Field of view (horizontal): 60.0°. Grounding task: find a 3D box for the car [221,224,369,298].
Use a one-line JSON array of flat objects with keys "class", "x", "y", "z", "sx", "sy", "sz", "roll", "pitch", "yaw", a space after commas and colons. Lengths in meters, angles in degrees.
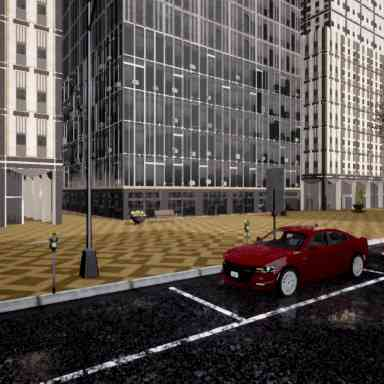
[{"class": "car", "x": 2.751, "y": 1.545, "z": 8.528, "sx": 4.507, "sy": 1.381, "sz": 1.887, "roll": 0, "pitch": 0, "yaw": -36}]
